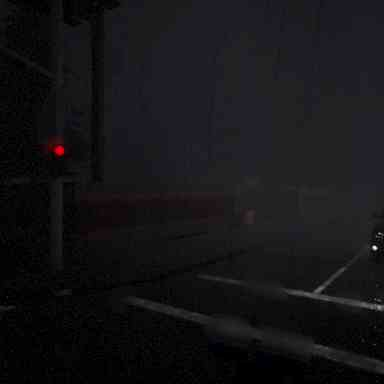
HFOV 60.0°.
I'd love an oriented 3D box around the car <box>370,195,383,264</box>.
[{"bbox_3d":[7.636,1.223,11.384,2.150,2.045,5.566,0,0,36],"label":"car"}]
